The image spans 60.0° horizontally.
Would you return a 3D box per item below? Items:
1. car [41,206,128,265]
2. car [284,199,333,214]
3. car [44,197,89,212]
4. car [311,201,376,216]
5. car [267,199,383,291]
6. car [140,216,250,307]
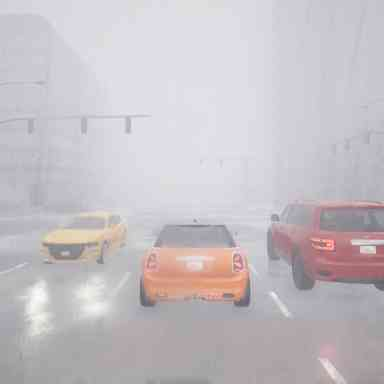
[{"bbox_3d":[-3.592,1.477,11.949,1.882,1.535,5.008,0,0,0],"label":"car"},{"bbox_3d":[12.484,1.525,35.910,4.674,1.442,1.812,0,0,8],"label":"car"},{"bbox_3d":[-13.417,1.352,35.730,4.553,1.767,2.097,0,0,1],"label":"car"},{"bbox_3d":[14.415,1.547,31.888,5.357,1.411,2.033,0,0,1],"label":"car"},{"bbox_3d":[3.554,1.221,9.174,2.150,2.045,5.566,0,0,3],"label":"car"},{"bbox_3d":[0.075,1.352,8.154,2.097,1.767,4.553,0,0,1],"label":"car"}]
